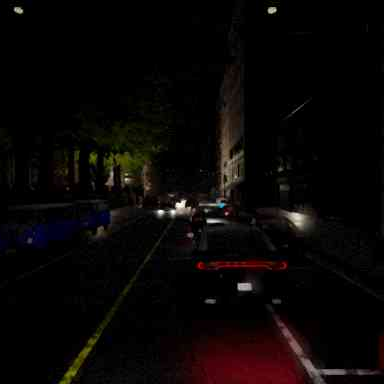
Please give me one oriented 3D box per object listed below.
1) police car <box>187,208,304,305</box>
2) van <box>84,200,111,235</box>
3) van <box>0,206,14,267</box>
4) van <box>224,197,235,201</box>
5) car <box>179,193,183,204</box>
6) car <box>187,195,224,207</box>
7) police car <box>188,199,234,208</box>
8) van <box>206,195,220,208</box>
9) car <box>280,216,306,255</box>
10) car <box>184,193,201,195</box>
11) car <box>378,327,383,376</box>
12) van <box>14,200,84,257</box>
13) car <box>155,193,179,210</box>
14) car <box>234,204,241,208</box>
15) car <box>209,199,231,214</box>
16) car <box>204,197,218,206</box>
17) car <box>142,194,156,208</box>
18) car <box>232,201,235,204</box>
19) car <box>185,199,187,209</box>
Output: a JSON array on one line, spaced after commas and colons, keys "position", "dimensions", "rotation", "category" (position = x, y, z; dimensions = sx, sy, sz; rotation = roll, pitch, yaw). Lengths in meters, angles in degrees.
[{"position": [0.904, 1.419, 8.289], "dimensions": [1.930, 1.638, 5.238], "rotation": [0, 0, 0], "category": "police car"}, {"position": [-5.663, 1.325, 18.181], "dimensions": [1.690, 1.788, 3.998], "rotation": [0, 0, 0], "category": "van"}, {"position": [-5.667, 1.336, 6.865], "dimensions": [1.690, 1.788, 3.998], "rotation": [0, 0, 0], "category": "van"}, {"position": [2.866, 1.309, 29.526], "dimensions": [1.690, 1.788, 3.998], "rotation": [0, 0, 0], "category": "van"}, {"position": [-2.978, 1.428, 61.785], "dimensions": [1.812, 1.442, 4.674], "rotation": [0, 0, 0], "category": "car"}, {"position": [0.909, 1.327, 24.148], "dimensions": [2.097, 1.767, 4.553], "rotation": [0, 0, 0], "category": "car"}, {"position": [0.908, 1.409, 18.288], "dimensions": [1.930, 1.638, 5.238], "rotation": [0, 0, 0], "category": "police car"}, {"position": [2.873, 1.279, 46.508], "dimensions": [1.690, 1.788, 3.998], "rotation": [0, 0, 0], "category": "van"}, {"position": [2.861, 1.535, 12.546], "dimensions": [1.887, 1.381, 4.507], "rotation": [0, 0, 0], "category": "car"}, {"position": [0.021, 1.402, 58.733], "dimensions": [2.128, 1.511, 4.902], "rotation": [0, 0, 0], "category": "car"}, {"position": [2.856, 1.314, 1.224], "dimensions": [2.192, 1.841, 5.009], "rotation": [0, 0, 0], "category": "car"}, {"position": [-5.665, 1.331, 12.523], "dimensions": [1.690, 1.788, 3.998], "rotation": [0, 0, 0], "category": "van"}, {"position": [-3.075, 1.298, 42.085], "dimensions": [2.097, 1.767, 4.553], "rotation": [0, 0, 0], "category": "car"}, {"position": [2.863, 1.566, 18.206], "dimensions": [1.802, 1.307, 4.206], "rotation": [0, 0, 0], "category": "car"}, {"position": [2.869, 1.504, 35.187], "dimensions": [1.887, 1.381, 4.507], "rotation": [0, 0, 0], "category": "car"}, {"position": [2.875, 1.492, 52.169], "dimensions": [1.947, 1.339, 4.313], "rotation": [0, 0, 0], "category": "car"}, {"position": [-5.652, 1.253, 46.471], "dimensions": [2.192, 1.841, 5.009], "rotation": [0, 0, 0], "category": "car"}, {"position": [2.865, 1.558, 23.867], "dimensions": [1.802, 1.307, 4.206], "rotation": [0, 0, 0], "category": "car"}, {"position": [0.032, 1.504, 45.330], "dimensions": [1.994, 1.385, 4.181], "rotation": [0, 0, 0], "category": "car"}]
